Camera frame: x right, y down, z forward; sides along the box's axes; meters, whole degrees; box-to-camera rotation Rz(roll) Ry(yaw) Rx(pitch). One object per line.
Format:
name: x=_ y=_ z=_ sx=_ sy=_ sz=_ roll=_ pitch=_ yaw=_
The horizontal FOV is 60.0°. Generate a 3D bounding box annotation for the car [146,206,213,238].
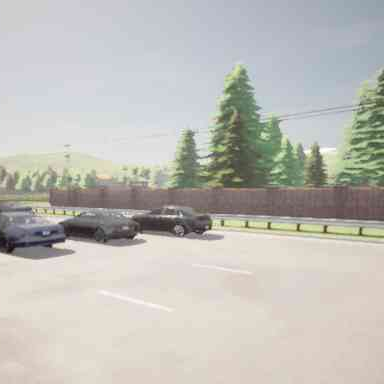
car: x=-1.229 y=1.492 z=17.742 sx=4.892 sy=1.490 sz=1.837 roll=1 pitch=0 yaw=36

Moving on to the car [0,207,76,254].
car: x=-7.321 y=1.530 z=13.500 sx=5.357 sy=1.411 sz=2.033 roll=0 pitch=0 yaw=36

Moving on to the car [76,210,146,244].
car: x=-4.545 y=1.548 z=15.811 sx=4.181 sy=1.385 sz=1.994 roll=0 pitch=0 yaw=36

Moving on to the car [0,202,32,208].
car: x=-15.452 y=1.510 z=27.891 sx=5.357 sy=1.411 sz=2.033 roll=0 pitch=0 yaw=36
